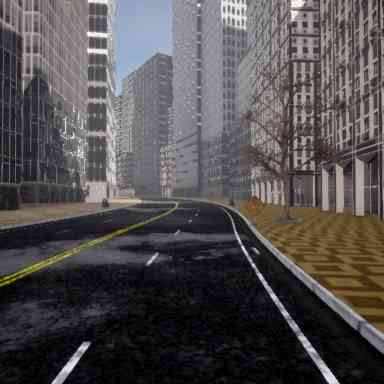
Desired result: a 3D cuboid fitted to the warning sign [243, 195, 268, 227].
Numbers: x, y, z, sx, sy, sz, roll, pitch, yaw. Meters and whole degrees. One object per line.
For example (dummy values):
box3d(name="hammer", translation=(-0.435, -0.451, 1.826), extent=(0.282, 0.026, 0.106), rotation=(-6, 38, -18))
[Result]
box3d(name="warning sign", translation=(3.776, 1.115, 19.944), extent=(1.300, 1.860, 1.060), rotation=(-1, -1, 5))
